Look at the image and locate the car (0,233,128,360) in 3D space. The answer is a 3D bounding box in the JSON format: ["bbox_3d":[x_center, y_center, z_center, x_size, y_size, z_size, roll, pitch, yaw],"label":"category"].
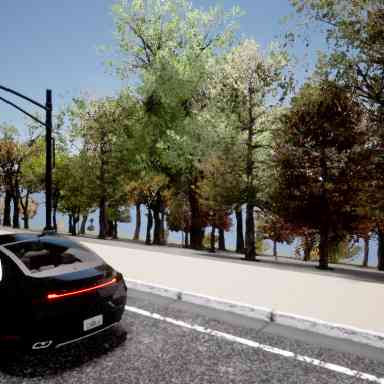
[{"bbox_3d":[-3.236,1.505,5.954,4.892,1.490,1.837,0,0,38],"label":"car"}]
